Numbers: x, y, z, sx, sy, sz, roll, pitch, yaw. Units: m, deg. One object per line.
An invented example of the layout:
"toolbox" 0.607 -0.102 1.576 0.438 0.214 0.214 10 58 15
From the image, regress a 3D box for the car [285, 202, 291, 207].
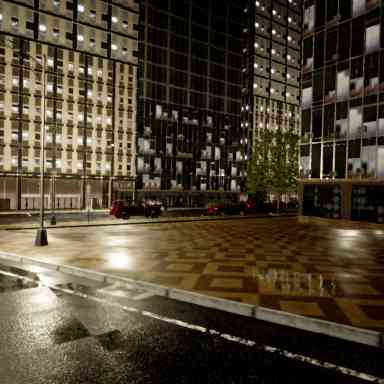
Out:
"car" 13.571 1.932 54.126 4.206 1.307 1.802 1 1 -35

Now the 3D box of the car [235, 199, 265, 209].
"car" 8.900 1.870 50.914 4.313 1.339 1.947 1 1 -35

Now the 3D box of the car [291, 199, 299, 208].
"car" 18.242 1.962 57.338 4.313 1.339 1.947 1 1 -35

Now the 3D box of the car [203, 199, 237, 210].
"car" 4.089 1.781 47.605 4.829 1.417 1.752 1 1 -35

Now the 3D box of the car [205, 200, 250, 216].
"car" 4.020 1.964 37.998 4.507 1.381 1.887 1 1 -35

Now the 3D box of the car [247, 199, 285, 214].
"car" 8.696 1.780 41.205 5.009 1.841 2.192 1 1 -35

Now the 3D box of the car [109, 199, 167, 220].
"car" -5.317 1.642 31.570 5.009 1.841 2.192 1 1 -35
